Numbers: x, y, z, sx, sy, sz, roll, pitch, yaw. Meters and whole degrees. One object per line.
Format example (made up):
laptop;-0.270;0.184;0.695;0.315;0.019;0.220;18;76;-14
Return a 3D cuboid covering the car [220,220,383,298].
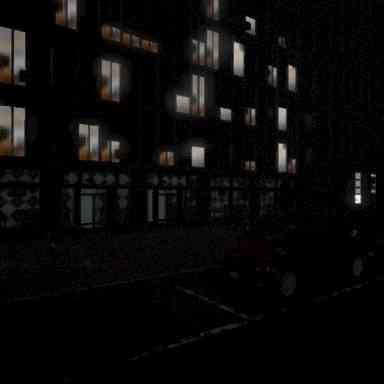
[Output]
car;2.740;1.545;8.510;4.507;1.381;1.887;0;0;-35

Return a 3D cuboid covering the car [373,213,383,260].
car;7.250;1.440;11.726;4.097;1.590;1.967;0;0;-35
